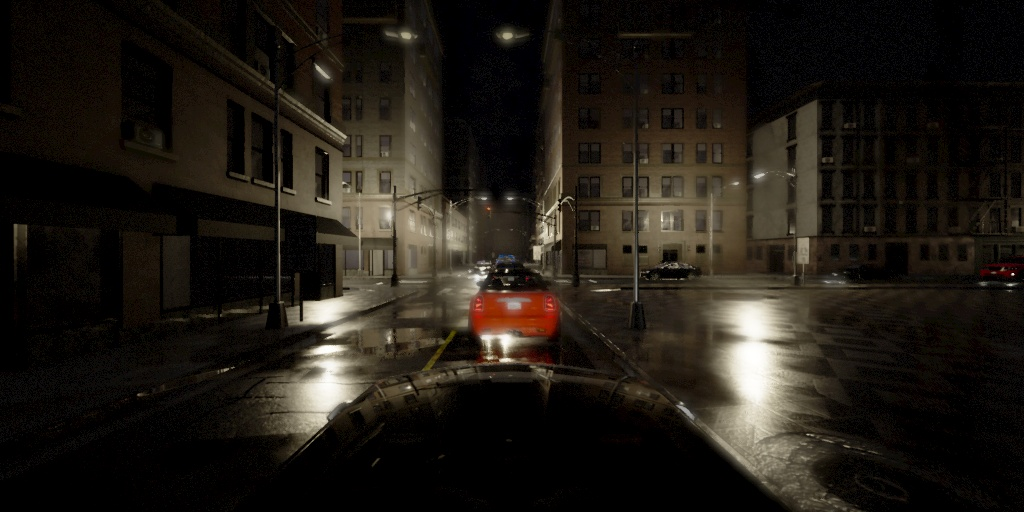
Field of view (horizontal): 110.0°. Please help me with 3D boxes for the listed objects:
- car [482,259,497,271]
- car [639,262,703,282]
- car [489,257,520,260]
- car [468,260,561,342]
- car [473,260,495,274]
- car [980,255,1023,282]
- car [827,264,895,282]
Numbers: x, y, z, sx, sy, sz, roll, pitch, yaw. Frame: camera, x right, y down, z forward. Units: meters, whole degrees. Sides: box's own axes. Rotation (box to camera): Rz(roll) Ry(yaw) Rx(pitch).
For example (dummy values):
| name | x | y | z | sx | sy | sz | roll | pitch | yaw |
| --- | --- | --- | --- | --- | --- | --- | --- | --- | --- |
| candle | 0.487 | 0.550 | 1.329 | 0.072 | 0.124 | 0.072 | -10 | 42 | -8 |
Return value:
| name | x | y | z | sx | sy | sz | roll | pitch | yaw |
| --- | --- | --- | --- | --- | --- | --- | --- | --- | --- |
| car | -3.179 | 1.252 | 51.470 | 1.837 | 1.490 | 4.892 | 0 | 0 | 0 |
| car | 12.546 | 1.244 | 28.564 | 4.902 | 1.511 | 2.128 | 0 | 0 | -1 |
| car | -0.161 | 1.101 | 18.824 | 2.097 | 1.767 | 4.553 | 0 | 0 | -3 |
| car | 0.058 | 1.102 | 9.904 | 2.097 | 1.767 | 4.553 | 0 | 0 | 0 |
| car | -3.174 | 1.239 | 41.222 | 2.128 | 1.511 | 4.902 | 0 | 0 | 0 |
| car | 41.346 | 0.974 | 28.785 | 5.566 | 2.045 | 2.150 | 0 | 0 | -1 |
| car | 27.852 | 1.320 | 28.704 | 4.181 | 1.385 | 1.994 | 0 | 0 | -1 |
